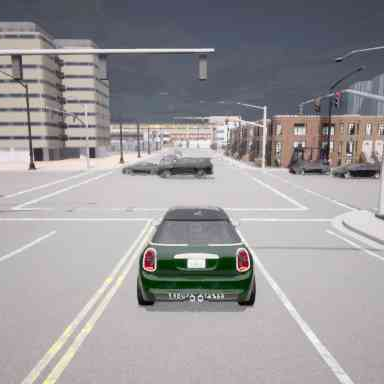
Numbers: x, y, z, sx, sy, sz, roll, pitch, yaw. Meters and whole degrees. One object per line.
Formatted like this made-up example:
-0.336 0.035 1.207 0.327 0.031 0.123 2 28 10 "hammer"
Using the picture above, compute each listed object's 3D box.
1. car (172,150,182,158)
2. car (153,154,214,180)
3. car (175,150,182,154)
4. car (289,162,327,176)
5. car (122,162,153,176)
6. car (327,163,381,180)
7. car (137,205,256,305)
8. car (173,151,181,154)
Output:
-3.401 -8.952 77.564 2.097 1.767 4.553 0 9 0 "car"
-0.637 -2.332 32.364 5.566 2.045 2.150 0 9 0 "car"
-3.425 -7.278 67.515 1.812 1.442 4.674 0 9 1 "car"
12.649 -2.504 35.816 4.181 1.385 1.994 0 9 0 "car"
-5.420 -2.512 35.895 4.181 1.385 1.994 0 9 0 "car"
16.227 -2.044 32.328 4.892 1.490 1.837 0 8 0 "car"
0.085 1.073 7.685 2.097 1.767 4.553 0 4 0 "car"
-3.506 -5.937 58.220 1.882 1.535 5.008 0 9 0 "car"
